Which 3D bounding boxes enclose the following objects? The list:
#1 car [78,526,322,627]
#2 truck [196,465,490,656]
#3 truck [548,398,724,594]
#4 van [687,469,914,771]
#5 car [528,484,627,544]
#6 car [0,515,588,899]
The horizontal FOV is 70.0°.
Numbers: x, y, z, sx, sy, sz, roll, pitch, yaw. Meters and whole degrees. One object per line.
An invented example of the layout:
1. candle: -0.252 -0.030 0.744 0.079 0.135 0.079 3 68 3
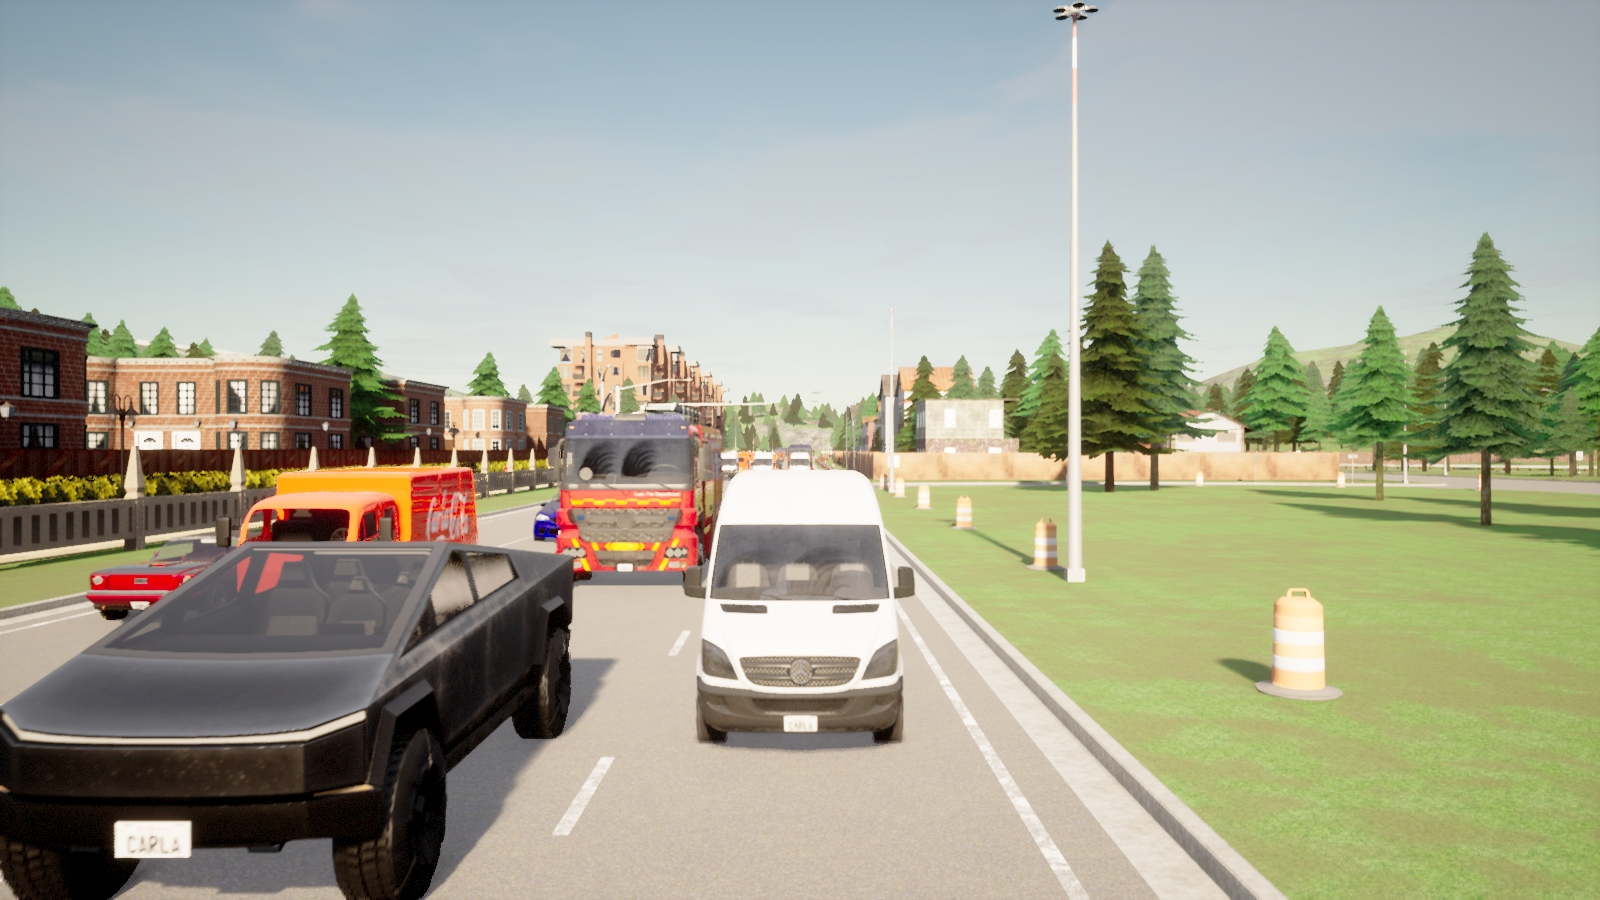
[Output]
1. car: -10.498 2.161 20.460 1.895 1.301 4.718 0 0 0
2. truck: -6.998 1.557 18.351 2.627 2.467 5.204 0 1 0
3. truck: -3.493 0.897 26.582 2.891 3.827 8.468 0 0 0
4. van: 0.005 1.539 12.951 1.988 2.561 5.915 0 0 0
5. car: -6.984 1.978 36.329 2.242 1.667 4.611 0 0 0
6. car: -3.499 1.756 9.286 2.390 2.098 6.274 0 0 0
